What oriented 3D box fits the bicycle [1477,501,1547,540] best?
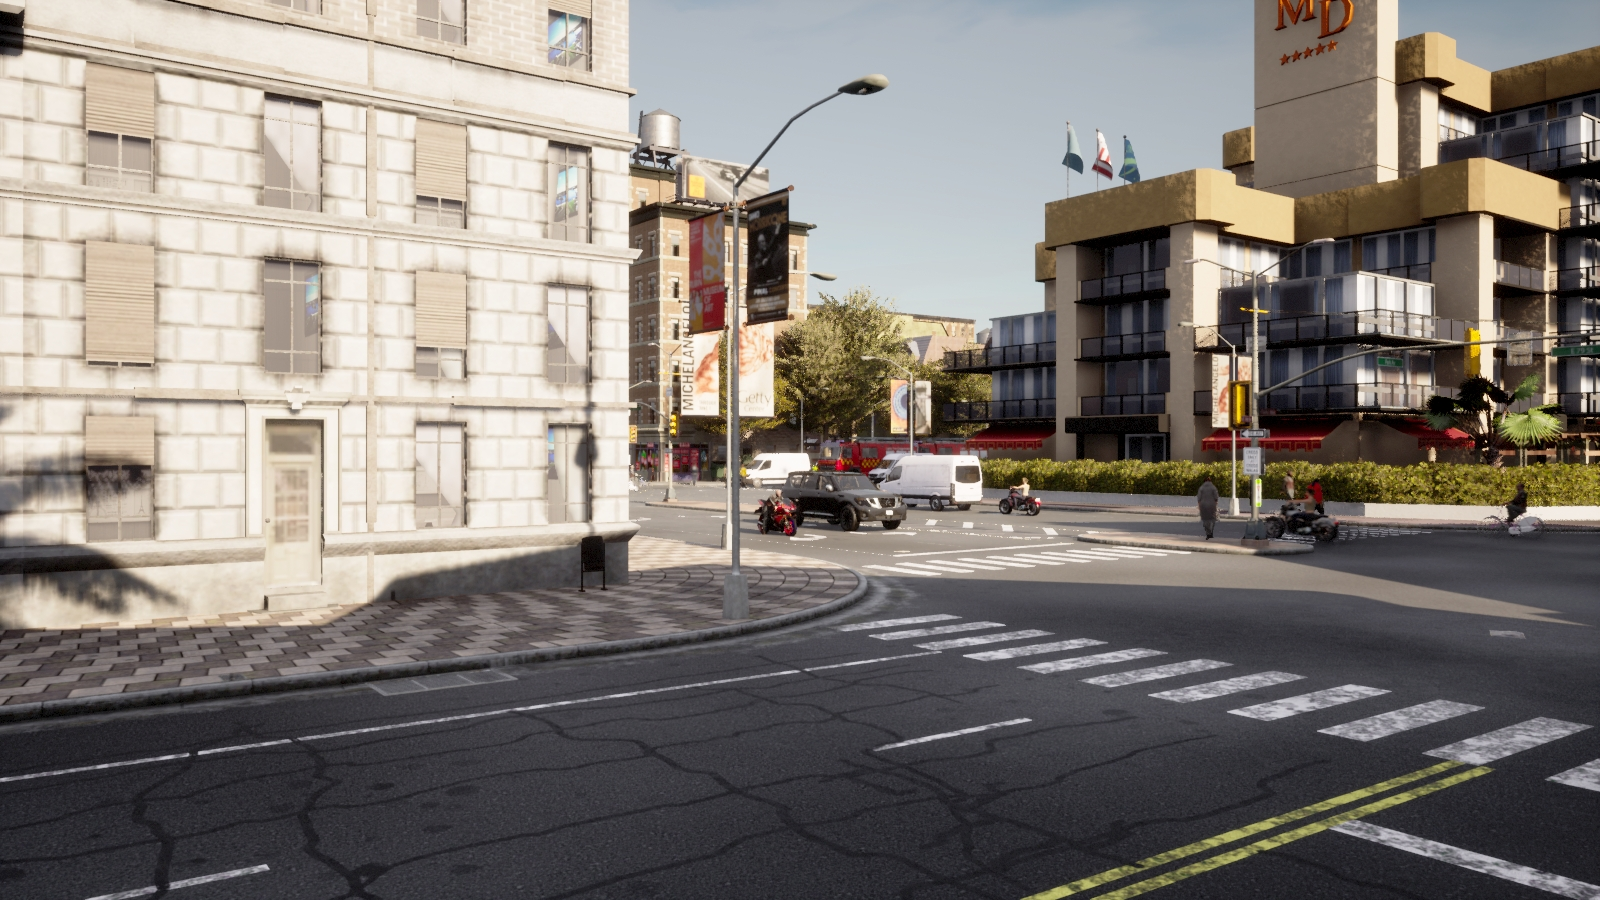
[{"bbox_3d":[22.251,2.210,35.723,1.835,1.171,0.329,0,0,13],"label":"bicycle"}]

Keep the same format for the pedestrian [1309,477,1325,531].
[{"bbox_3d":[17.780,1.848,39.315,0.375,1.860,0.375,0,0,-36],"label":"pedestrian"}]

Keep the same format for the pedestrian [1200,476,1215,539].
[{"bbox_3d":[12.095,1.704,33.936,0.375,1.860,0.375,0,0,26],"label":"pedestrian"}]

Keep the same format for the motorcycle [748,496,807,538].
[{"bbox_3d":[-0.756,2.205,37.717,0.867,1.251,2.209,0,0,-36],"label":"motorcycle"}]

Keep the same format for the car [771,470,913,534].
[{"bbox_3d":[1.410,1.779,41.176,2.150,2.045,5.566,0,0,-35],"label":"car"}]

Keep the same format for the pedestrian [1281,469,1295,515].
[{"bbox_3d":[19.720,1.696,46.165,0.375,1.860,0.375,0,0,-25],"label":"pedestrian"}]

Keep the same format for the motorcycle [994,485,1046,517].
[{"bbox_3d":[9.406,2.170,48.968,0.764,1.277,2.356,0,0,-34],"label":"motorcycle"}]

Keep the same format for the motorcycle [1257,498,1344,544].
[{"bbox_3d":[15.373,2.170,35.177,0.764,1.277,2.356,1,-1,-40],"label":"motorcycle"}]

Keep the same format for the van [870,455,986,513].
[{"bbox_3d":[5.947,1.534,54.072,1.988,2.561,5.915,0,0,-36],"label":"van"}]

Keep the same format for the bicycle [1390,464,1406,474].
[{"bbox_3d":[70.001,2.210,133.693,1.835,1.171,0.329,0,-1,-11],"label":"bicycle"}]
